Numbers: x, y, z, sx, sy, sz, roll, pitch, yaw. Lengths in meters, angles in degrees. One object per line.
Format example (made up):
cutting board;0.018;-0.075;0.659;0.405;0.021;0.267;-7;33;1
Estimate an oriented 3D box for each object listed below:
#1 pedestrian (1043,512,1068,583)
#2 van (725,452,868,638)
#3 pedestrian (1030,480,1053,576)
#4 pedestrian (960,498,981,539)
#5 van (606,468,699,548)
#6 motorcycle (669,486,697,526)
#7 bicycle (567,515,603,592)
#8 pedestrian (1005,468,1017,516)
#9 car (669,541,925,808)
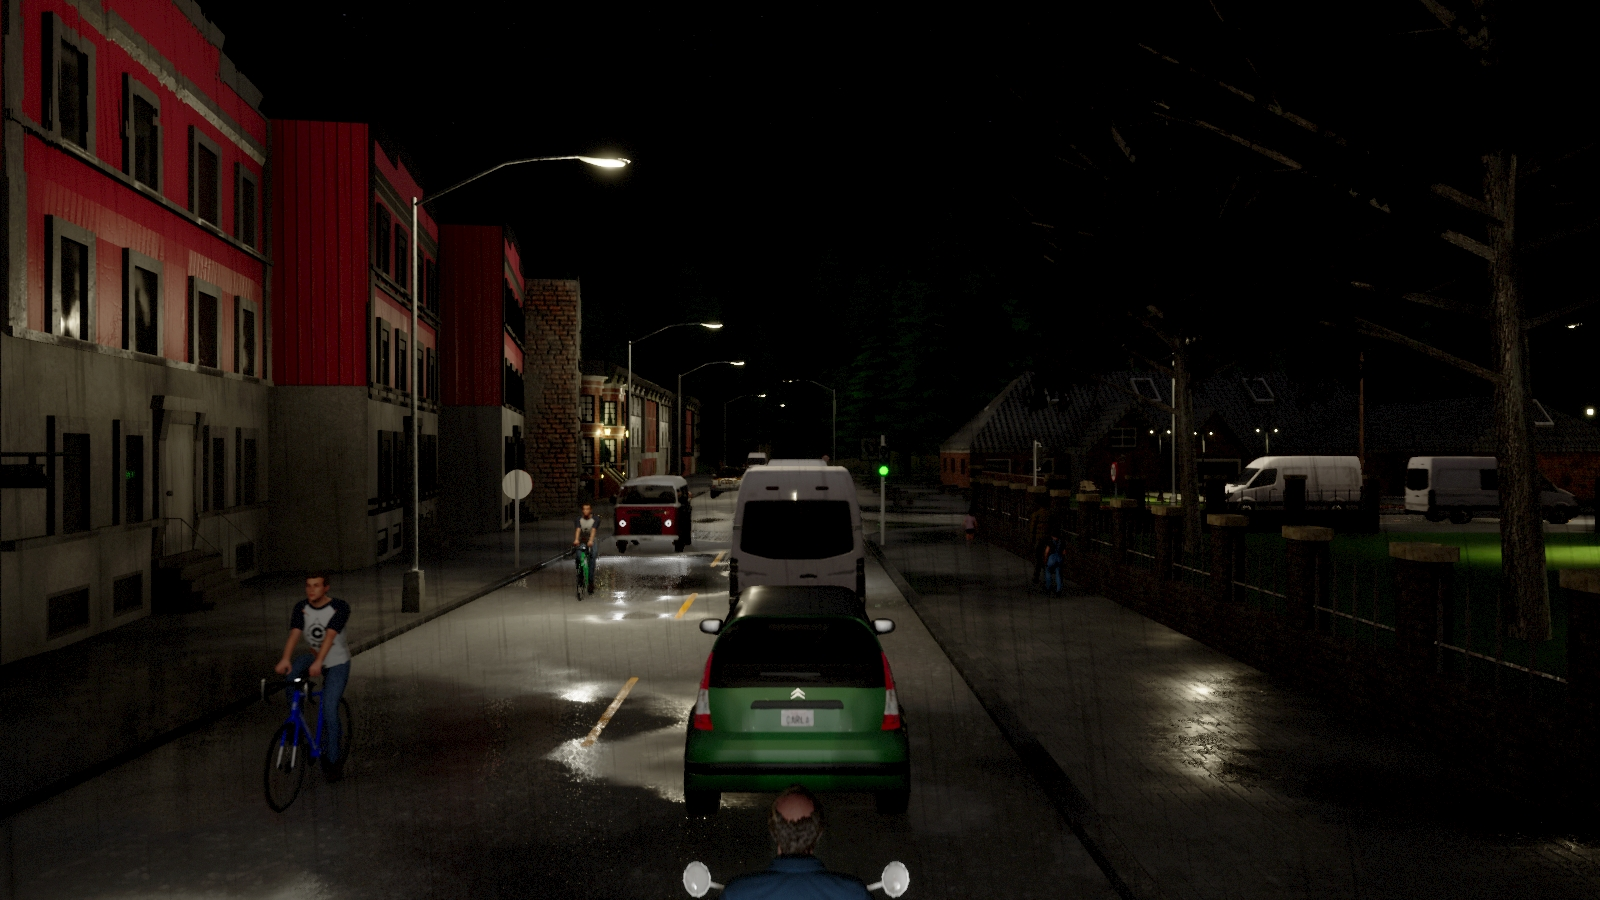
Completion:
pedestrian;4.758;1.805;21.274;0.375;1.300;0.375;0;0;0
van;-0.057;1.315;18.782;1.988;2.561;5.915;0;0;0
pedestrian;4.744;1.525;22.477;0.375;1.860;0.375;0;0;-1
pedestrian;4.751;1.904;31.832;0.500;1.100;0.500;0;0;1
van;-4.075;1.562;32.273;2.069;2.038;4.480;0;0;0
motorcycle;-4.102;1.950;40.315;0.764;1.277;2.356;0;0;0
bicycle;-4.051;1.936;21.604;0.373;1.296;1.643;0;0;0
pedestrian;8.211;1.629;44.537;0.375;1.860;0.375;0;0;-2
car;-0.026;1.780;10.246;1.851;1.617;3.988;0;0;0
